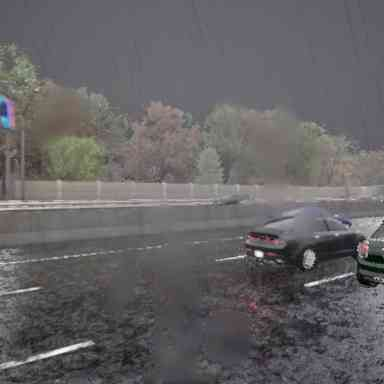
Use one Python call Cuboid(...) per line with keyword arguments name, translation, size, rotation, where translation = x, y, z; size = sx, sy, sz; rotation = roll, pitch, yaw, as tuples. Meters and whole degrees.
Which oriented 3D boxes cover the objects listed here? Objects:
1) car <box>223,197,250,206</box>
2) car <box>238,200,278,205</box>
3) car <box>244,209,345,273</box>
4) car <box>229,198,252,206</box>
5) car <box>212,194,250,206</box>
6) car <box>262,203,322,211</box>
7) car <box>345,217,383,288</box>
Cuboid(name="car", translation=(6.661, 1.575, 38.842), size=(5.357, 1.411, 2.033), rotation=(0, 0, -35))
Cuboid(name="car", translation=(6.830, 1.620, 30.368), size=(4.718, 1.301, 1.895), rotation=(0, 0, -35))
Cuboid(name="car", translation=(3.867, 1.509, 10.809), size=(4.892, 1.490, 1.837), rotation=(0, 0, -36))
Cuboid(name="car", translation=(6.533, 1.624, 34.455), size=(4.718, 1.301, 1.895), rotation=(0, 0, -35))
Cuboid(name="car", translation=(5.098, 1.252, 42.021), size=(5.566, 2.045, 2.150), rotation=(0, 0, -35))
Cuboid(name="car", translation=(5.956, 1.486, 16.600), size=(5.008, 1.535, 1.882), rotation=(0, 0, -36))
Cuboid(name="car", translation=(6.003, 1.356, 8.035), size=(4.553, 1.767, 2.097), rotation=(0, 0, -36))
